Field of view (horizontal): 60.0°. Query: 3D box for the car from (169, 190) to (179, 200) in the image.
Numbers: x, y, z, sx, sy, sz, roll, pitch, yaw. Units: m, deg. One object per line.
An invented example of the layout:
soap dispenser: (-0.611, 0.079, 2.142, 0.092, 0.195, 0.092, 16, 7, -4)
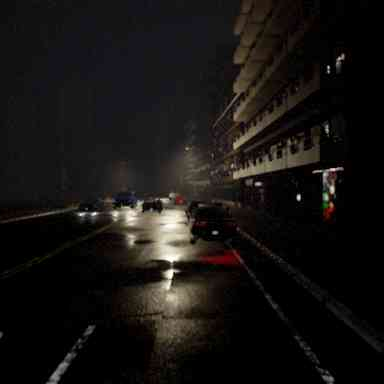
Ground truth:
car: (-3.705, 0.631, 71.747, 2.150, 2.045, 5.566, 0, 0, -6)

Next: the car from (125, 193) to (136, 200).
car: (-14.118, 0.964, 76.876, 2.033, 1.411, 5.357, 0, 0, -7)

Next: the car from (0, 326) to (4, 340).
car: (-3.149, 1.586, 1.796, 1.895, 1.301, 4.718, 0, 0, 0)

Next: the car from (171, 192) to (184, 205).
car: (-1.734, 1.189, 49.577, 1.812, 1.442, 4.674, 0, 0, -4)

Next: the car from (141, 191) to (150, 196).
car: (-11.081, 0.447, 78.896, 2.097, 1.767, 4.553, 0, 0, -7)

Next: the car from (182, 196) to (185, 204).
car: (0.295, 1.310, 31.238, 1.812, 1.442, 4.674, 0, 0, -3)

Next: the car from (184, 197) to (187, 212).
car: (0.540, 1.351, 25.189, 1.812, 1.442, 4.674, 0, 0, -2)

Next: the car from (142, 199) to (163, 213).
car: (-3.979, 1.365, 33.976, 1.895, 1.301, 4.718, 0, 0, -3)

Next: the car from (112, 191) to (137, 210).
car: (-7.661, 0.955, 38.295, 2.150, 2.045, 5.566, 0, 1, -3)

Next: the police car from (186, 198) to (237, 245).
police car: (0.827, 1.319, 15.216, 1.930, 1.638, 5.238, 0, 0, -1)

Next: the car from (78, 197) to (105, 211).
car: (-10.803, 1.294, 36.279, 2.033, 1.411, 5.357, 0, 0, -3)
